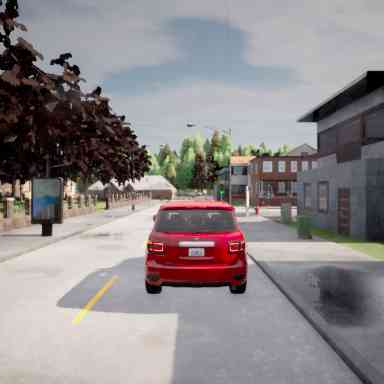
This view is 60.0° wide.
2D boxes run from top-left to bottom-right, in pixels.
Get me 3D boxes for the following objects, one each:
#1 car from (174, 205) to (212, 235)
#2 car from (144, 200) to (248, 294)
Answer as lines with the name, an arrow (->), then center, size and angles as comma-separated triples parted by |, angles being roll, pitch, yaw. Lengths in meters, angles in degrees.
car -> 0.065, 1.564, 19.455 | 1.994, 1.385, 4.181 | 0, 0, 0
car -> 0.079, 1.221, 8.921 | 2.150, 2.045, 5.566 | 0, 0, 0
